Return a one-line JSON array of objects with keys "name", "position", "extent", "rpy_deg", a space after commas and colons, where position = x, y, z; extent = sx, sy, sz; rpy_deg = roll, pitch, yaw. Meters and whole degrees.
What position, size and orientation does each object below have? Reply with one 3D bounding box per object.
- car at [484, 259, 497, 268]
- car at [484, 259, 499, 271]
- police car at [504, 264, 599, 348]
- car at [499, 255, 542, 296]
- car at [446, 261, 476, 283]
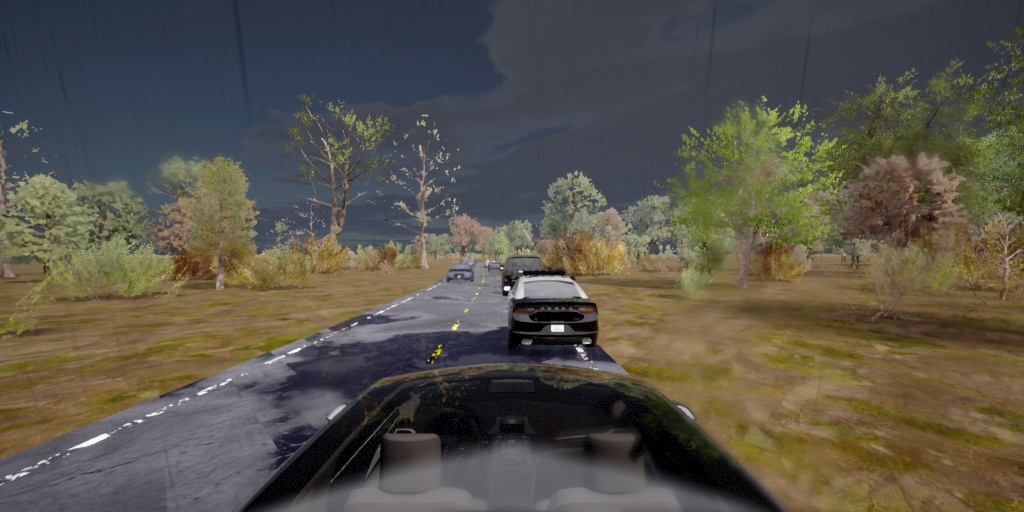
[{"name": "car", "position": [-3.593, 1.278, 59.865], "extent": [1.812, 1.442, 4.674], "rpy_deg": [0, 0, -8]}, {"name": "car", "position": [-2.313, 1.240, 48.066], "extent": [2.128, 1.511, 4.902], "rpy_deg": [0, 0, -5]}, {"name": "police car", "position": [0.820, 1.174, 9.415], "extent": [1.930, 1.638, 5.238], "rpy_deg": [0, 0, -1]}, {"name": "car", "position": [0.531, 0.972, 19.380], "extent": [2.150, 2.045, 5.566], "rpy_deg": [0, 0, -2]}, {"name": "car", "position": [-3.906, 1.312, 27.707], "extent": [1.994, 1.385, 4.181], "rpy_deg": [0, 0, -3]}]
